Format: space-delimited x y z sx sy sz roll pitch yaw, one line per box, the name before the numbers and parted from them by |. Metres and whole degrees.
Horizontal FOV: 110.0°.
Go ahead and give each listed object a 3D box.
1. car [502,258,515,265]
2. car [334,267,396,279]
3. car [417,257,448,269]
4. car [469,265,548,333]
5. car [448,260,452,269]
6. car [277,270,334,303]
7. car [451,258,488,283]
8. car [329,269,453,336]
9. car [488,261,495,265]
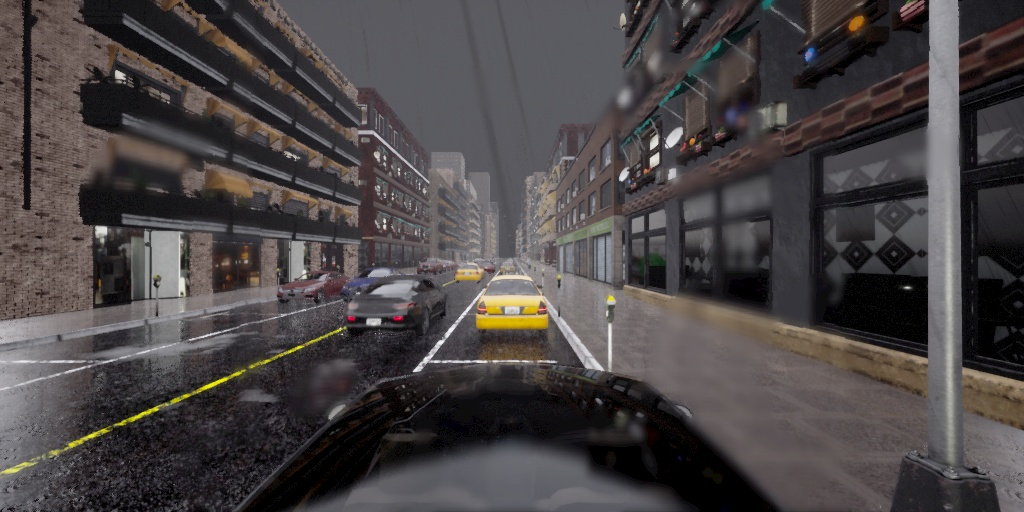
car | -0.456 1.275 39.173 1.751 1.417 4.829 0 0 0
car | -6.246 1.276 16.928 1.812 1.442 4.674 0 0 0
car | -8.837 1.064 39.007 2.192 1.841 5.009 0 0 0
car | 0.005 1.207 10.689 1.801 1.575 5.366 0 0 0
car | -8.837 1.188 44.643 1.967 1.591 4.097 0 0 0
car | -8.837 1.333 16.462 1.802 1.307 4.207 0 0 0
car | -3.144 1.207 27.574 1.801 1.575 5.366 0 0 0
car | -3.050 1.276 10.219 1.812 1.442 4.674 0 0 0
car | -3.044 1.313 44.468 1.994 1.385 4.181 0 0 0
